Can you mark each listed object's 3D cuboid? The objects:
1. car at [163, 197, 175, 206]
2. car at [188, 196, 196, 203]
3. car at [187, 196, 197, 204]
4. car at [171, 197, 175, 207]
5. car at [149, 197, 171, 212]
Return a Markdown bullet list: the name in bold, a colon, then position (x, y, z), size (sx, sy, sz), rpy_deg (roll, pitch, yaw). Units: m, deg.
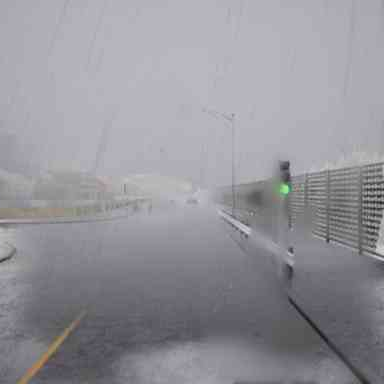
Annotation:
- **car**: position (-4.104, 1.623, 60.956), size (1.882, 1.535, 5.008), rpy_deg (0, 0, 0)
- **car**: position (-0.049, 1.664, 77.705), size (1.882, 1.535, 5.008), rpy_deg (0, 0, 0)
- **car**: position (0.060, 1.653, 67.406), size (2.128, 1.511, 4.902), rpy_deg (0, 0, 0)
- **car**: position (-4.124, 1.685, 50.502), size (1.994, 1.385, 4.181), rpy_deg (0, 0, 0)
- **car**: position (-4.122, 1.588, 40.565), size (2.128, 1.511, 4.902), rpy_deg (0, 0, 0)
